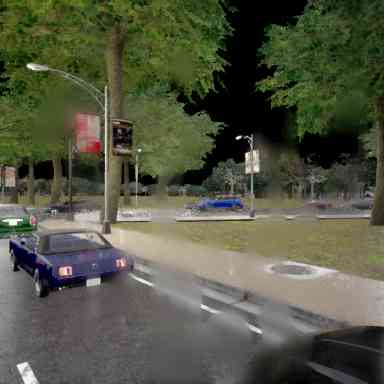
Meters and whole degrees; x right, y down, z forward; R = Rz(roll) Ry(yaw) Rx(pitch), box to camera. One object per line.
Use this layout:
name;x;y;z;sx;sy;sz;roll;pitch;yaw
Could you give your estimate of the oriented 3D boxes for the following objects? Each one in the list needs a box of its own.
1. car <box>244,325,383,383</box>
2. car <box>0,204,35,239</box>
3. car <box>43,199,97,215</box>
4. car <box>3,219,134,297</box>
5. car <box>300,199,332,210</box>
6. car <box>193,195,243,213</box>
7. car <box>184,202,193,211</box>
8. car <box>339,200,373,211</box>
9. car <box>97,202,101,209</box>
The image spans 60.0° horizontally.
car;2.352;1.478;1.244;1.882;1.535;5.008;0;0;-38
car;-8.909;1.352;15.837;2.097;1.767;4.553;0;0;-38
car;-12.932;1.585;34.725;4.892;1.490;1.837;1;-1;-29
car;-3.419;1.601;8.719;1.895;1.301;4.718;0;0;-38
car;17.586;1.794;47.169;4.674;1.442;1.812;0;0;-14
car;3.431;1.397;40.209;5.566;2.045;2.150;0;0;-14
car;1.465;1.658;43.058;4.902;1.511;2.128;0;0;-14
car;22.317;1.789;45.006;4.902;1.511;2.128;1;0;-14
car;-13.272;1.586;39.293;4.892;1.490;1.837;0;0;-14
